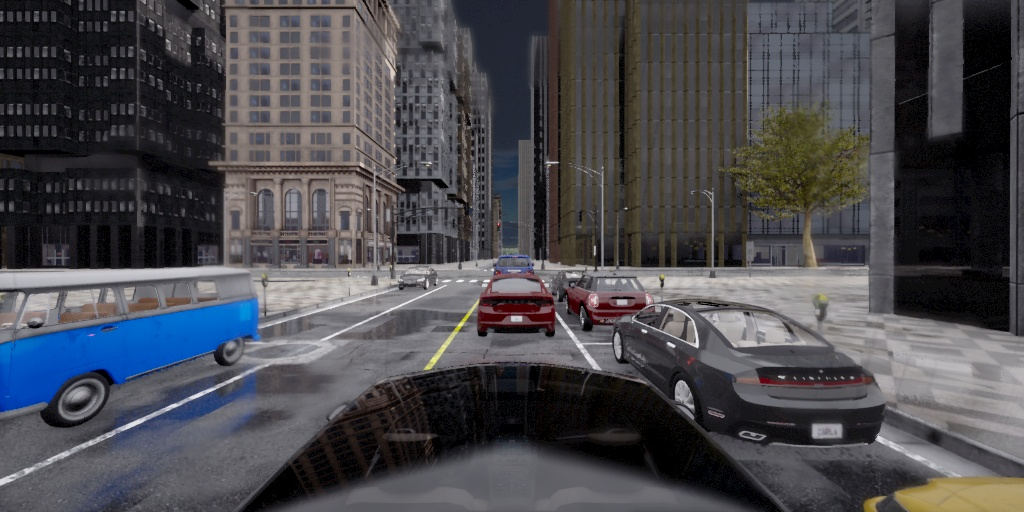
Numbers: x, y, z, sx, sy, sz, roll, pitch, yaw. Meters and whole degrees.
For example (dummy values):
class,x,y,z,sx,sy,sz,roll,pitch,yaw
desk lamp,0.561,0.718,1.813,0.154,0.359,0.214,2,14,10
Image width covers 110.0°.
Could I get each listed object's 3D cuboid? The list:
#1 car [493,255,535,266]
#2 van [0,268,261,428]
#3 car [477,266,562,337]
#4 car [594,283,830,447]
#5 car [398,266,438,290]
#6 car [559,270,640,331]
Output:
class,x,y,z,sx,sy,sz,roll,pitch,yaw
car,0.103,0.967,20.234,2.150,2.045,5.566,0,0,0
van,-5.756,1.090,5.335,1.690,1.789,3.998,0,0,0
car,0.106,1.226,10.350,1.882,1.535,5.008,0,0,0
car,2.769,1.300,5.323,2.007,1.370,4.403,0,0,0
car,-5.732,1.296,22.258,2.007,1.370,4.403,0,0,0
car,2.777,1.188,10.965,1.967,1.591,4.097,0,0,0
